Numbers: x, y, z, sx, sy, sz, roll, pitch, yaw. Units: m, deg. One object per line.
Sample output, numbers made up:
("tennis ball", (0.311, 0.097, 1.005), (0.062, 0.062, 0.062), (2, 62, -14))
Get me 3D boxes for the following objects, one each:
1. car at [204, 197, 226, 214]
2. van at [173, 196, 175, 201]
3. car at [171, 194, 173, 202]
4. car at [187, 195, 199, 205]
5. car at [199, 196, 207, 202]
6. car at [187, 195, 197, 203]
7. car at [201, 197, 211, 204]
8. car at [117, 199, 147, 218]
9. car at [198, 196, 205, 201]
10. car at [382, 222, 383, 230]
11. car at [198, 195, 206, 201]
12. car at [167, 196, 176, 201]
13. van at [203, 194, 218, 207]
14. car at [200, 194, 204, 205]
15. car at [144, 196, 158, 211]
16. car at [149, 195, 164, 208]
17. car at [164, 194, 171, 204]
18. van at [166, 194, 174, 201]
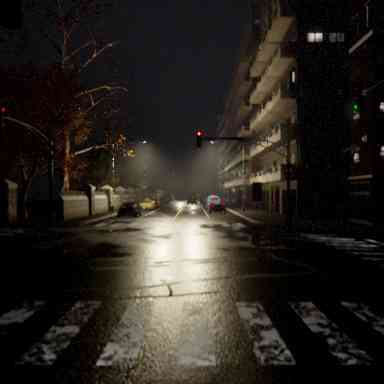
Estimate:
("car", (2.691, 1.583, 36.515), (1.887, 1.381, 4.507), (0, 0, 0))
("van", (-5.692, 1.475, 81.557), (1.690, 1.788, 3.998), (0, 0, 0))
("car", (-5.691, 1.545, 70.296), (1.967, 1.590, 4.097), (0, 0, 0))
("car", (-0.003, 1.629, 59.601), (2.033, 1.411, 5.357), (0, 0, 0))
("car", (2.688, 1.679, 81.557), (1.887, 1.381, 4.507), (0, 0, 0))
("car", (-0.002, 1.482, 70.020), (1.837, 1.490, 4.892), (0, 0, 0))
("car", (2.689, 1.637, 64.666), (1.887, 1.381, 4.507), (0, 0, 0))
("car", (-5.689, 1.596, 30.885), (1.947, 1.339, 4.313), (0, 0, 0))
("car", (2.687, 1.750, 92.817), (1.802, 1.307, 4.206), (0, 0, 0))
("car", (13.465, 1.614, 18.564), (5.009, 1.841, 2.192), (1, -1, -1))
("car", (2.688, 1.591, 87.186), (1.967, 1.590, 4.097), (0, 0, 0))
("car", (-5.693, 1.719, 92.816), (2.008, 1.369, 4.403), (0, 0, 0))
("van", (2.692, 1.388, 42.146), (1.690, 1.788, 3.998), (0, 0, 0))
("car", (2.690, 1.508, 53.407), (1.967, 1.590, 4.097), (0, 0, 0))
("car", (-5.689, 1.572, 41.976), (1.752, 1.417, 4.829), (0, 0, 0))
("car", (-5.690, 1.372, 47.776), (2.192, 1.841, 5.009), (0, 0, 0))
("car", (-5.691, 1.532, 64.667), (1.967, 1.590, 4.097), (0, 0, 0))
("van", (-5.692, 1.492, 87.186), (1.690, 1.788, 3.998), (0, 0, 0))
